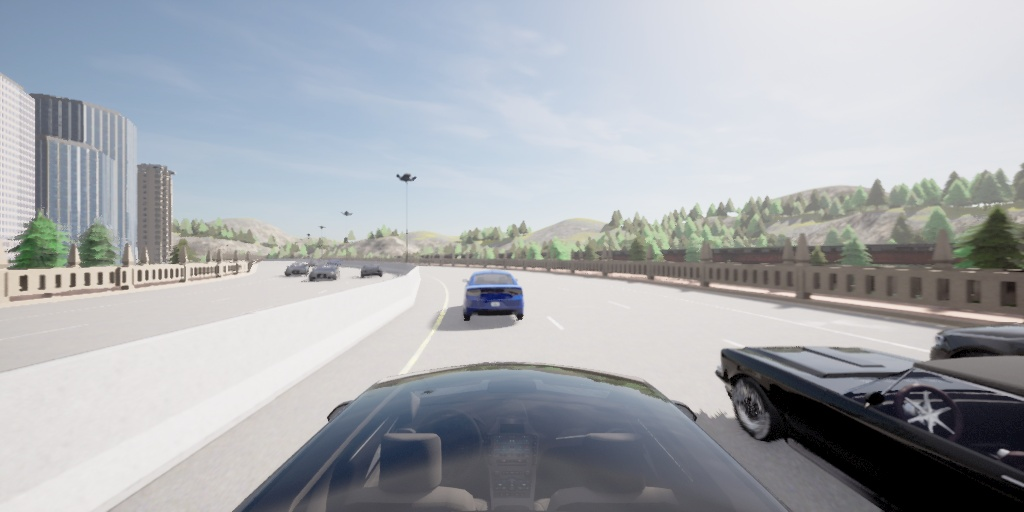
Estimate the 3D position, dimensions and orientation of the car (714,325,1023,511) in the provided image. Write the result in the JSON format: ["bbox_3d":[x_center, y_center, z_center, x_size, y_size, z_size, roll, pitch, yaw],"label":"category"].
[{"bbox_3d":[3.490,1.337,2.375,1.895,1.301,4.718,0,0,0],"label":"car"}]

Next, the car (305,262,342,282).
[{"bbox_3d":[-15.613,1.414,30.100,1.994,1.385,4.181,0,0,-19],"label":"car"}]

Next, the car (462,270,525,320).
[{"bbox_3d":[-0.739,1.244,12.783,1.882,1.535,5.008,0,0,-6],"label":"car"}]

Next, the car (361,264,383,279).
[{"bbox_3d":[-13.355,1.446,34.254,1.895,1.301,4.718,0,0,-21],"label":"car"}]

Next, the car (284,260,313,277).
[{"bbox_3d":[-22.334,1.451,37.437,1.994,1.385,4.181,0,0,-25],"label":"car"}]

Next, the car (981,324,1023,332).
[{"bbox_3d":[6.923,1.214,3.111,2.128,1.511,4.902,0,0,-1],"label":"car"}]
